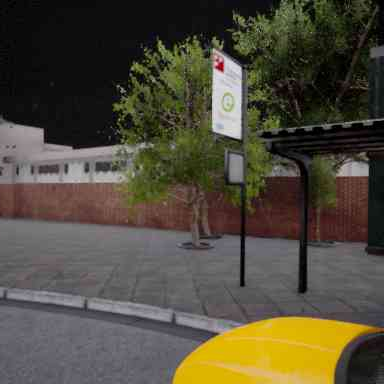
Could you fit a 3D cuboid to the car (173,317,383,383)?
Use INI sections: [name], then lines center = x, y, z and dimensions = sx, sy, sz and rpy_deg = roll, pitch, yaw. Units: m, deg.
[car]
center = 2.127, 1.479, 1.738
dimensions = 5.008, 1.535, 1.882
rpy_deg = 0, 0, 34
